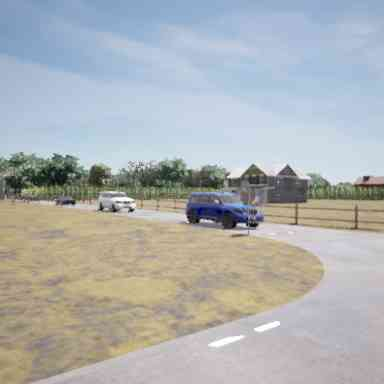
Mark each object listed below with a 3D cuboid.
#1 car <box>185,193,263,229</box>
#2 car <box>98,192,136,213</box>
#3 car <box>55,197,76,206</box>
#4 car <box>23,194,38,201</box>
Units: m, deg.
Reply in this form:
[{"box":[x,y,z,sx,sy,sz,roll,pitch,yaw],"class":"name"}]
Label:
[{"box":[1.802,1.070,20.512,2.150,2.045,5.566,1,0,-36],"class":"car"},{"box":[-7.731,0.989,33.772,2.150,2.045,5.566,2,-1,-36],"class":"car"},{"box":[-18.694,1.353,49.190,1.895,1.301,4.718,2,-1,-35],"class":"car"},{"box":[-40.370,1.494,84.115,2.128,1.511,4.902,2,-1,-36],"class":"car"}]
